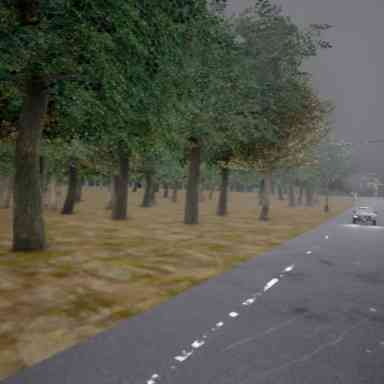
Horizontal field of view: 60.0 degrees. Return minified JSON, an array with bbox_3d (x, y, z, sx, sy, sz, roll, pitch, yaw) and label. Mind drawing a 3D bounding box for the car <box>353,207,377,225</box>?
[{"bbox_3d":[16.179,2.194,31.091,1.812,1.442,4.674,2,0,28],"label":"car"}]
